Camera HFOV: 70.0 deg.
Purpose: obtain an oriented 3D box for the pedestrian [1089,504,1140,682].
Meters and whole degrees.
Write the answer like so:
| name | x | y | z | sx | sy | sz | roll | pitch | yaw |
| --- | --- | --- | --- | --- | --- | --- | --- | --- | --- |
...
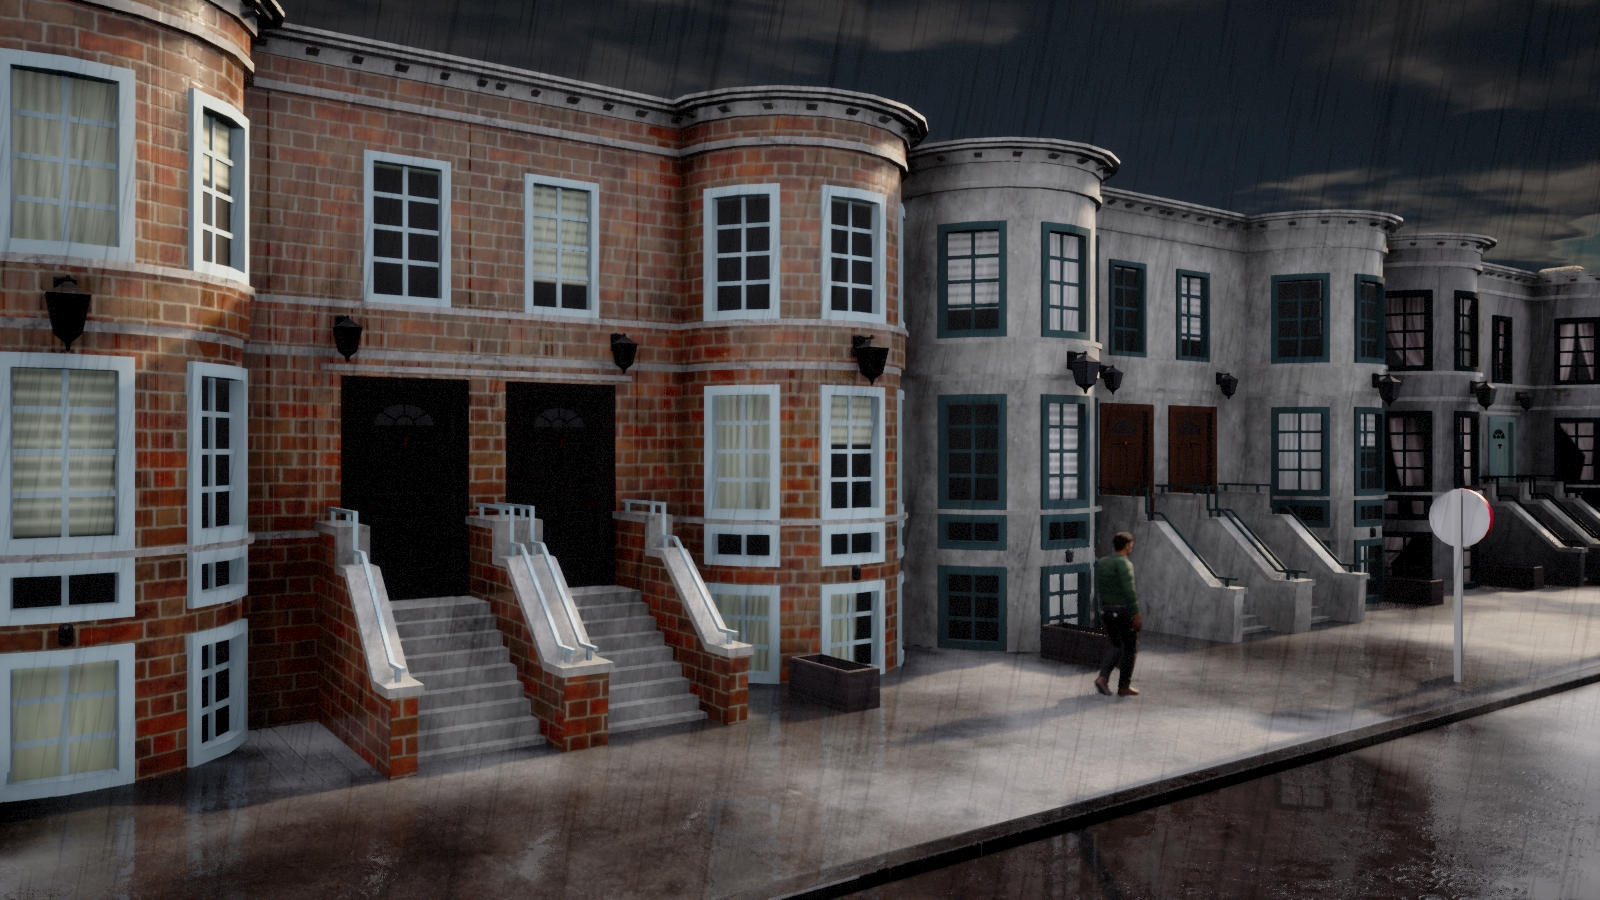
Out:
| name | x | y | z | sx | sy | sz | roll | pitch | yaw |
| --- | --- | --- | --- | --- | --- | --- | --- | --- | --- |
| pedestrian | 3.384 | 1.524 | 12.315 | 0.375 | 1.860 | 0.375 | 0 | 0 | -27 |
